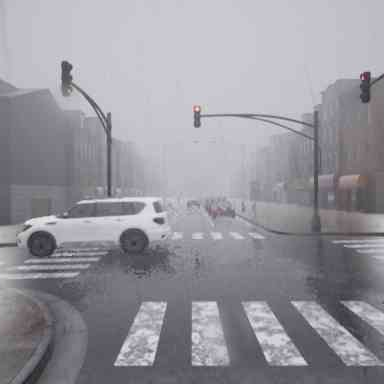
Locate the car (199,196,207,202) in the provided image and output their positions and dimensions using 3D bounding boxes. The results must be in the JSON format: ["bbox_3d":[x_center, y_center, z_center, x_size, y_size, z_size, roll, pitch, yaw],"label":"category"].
[{"bbox_3d":[2.768,1.797,83.714,1.802,1.307,4.206,-1,0,0],"label":"car"}]

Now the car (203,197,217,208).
[{"bbox_3d":[2.713,1.528,51.301,1.967,1.590,4.097,-1,0,0],"label":"car"}]

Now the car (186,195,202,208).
[{"bbox_3d":[0.178,1.585,48.878,1.837,1.490,4.892,0,0,0],"label":"car"}]

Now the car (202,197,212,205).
[{"bbox_3d":[2.732,1.651,62.275,1.752,1.417,4.829,-1,0,0],"label":"car"}]

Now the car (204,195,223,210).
[{"bbox_3d":[2.686,1.358,35.093,2.192,1.841,5.009,-1,0,0],"label":"car"}]

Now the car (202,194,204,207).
[{"bbox_3d":[2.694,1.372,40.496,2.192,1.841,5.009,-1,0,0],"label":"car"}]

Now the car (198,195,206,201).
[{"bbox_3d":[2.784,1.707,94.520,1.967,1.590,4.097,-1,0,0],"label":"car"}]

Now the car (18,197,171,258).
[{"bbox_3d":[-3.611,1.267,12.841,5.566,2.045,2.150,-1,0,0],"label":"car"}]

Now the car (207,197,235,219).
[{"bbox_3d":[2.678,1.471,29.691,1.967,1.590,4.097,-1,0,0],"label":"car"}]
